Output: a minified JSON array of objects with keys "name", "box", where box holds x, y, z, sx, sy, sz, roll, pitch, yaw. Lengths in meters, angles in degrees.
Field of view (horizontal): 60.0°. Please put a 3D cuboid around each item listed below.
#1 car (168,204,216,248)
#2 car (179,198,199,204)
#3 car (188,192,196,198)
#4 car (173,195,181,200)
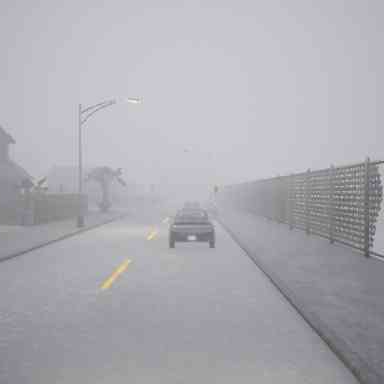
[{"name":"car","box":[0.000,1.493,14.650,2.128,1.511,4.902,0,0,0]},{"name":"car","box":[0.000,1.561,29.651,2.033,1.411,5.357,0,0,0]},{"name":"car","box":[-0.024,1.423,85.513,2.033,1.411,5.357,0,0,0]},{"name":"car","box":[-4.026,1.518,89.904,2.128,1.511,4.902,0,0,0]}]
